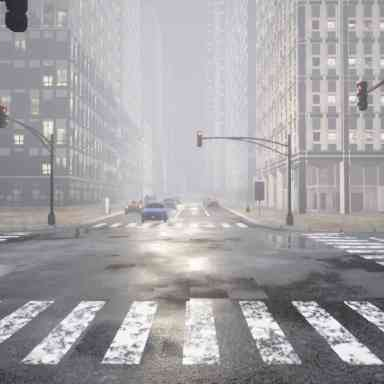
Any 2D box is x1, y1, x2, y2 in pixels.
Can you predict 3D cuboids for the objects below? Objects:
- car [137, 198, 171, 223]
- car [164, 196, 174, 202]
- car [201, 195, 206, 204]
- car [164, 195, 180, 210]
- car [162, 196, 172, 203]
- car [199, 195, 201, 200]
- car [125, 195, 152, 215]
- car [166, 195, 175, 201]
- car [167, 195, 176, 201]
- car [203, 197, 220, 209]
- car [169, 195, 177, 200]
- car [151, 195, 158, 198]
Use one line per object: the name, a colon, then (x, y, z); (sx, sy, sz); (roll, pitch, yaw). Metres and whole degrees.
car: (-2.829, 1.487, 25.689); (1.882, 1.535, 5.008); (0, 0, -3)
car: (-5.472, 1.582, 78.441); (2.008, 1.369, 4.403); (1, 0, 0)
car: (2.851, 1.547, 56.356); (1.752, 1.417, 4.829); (1, 0, 0)
car: (-2.984, 1.523, 43.381); (1.837, 1.490, 4.892); (0, -1, 0)
car: (-5.487, 1.573, 72.866); (1.887, 1.381, 4.507); (1, 0, 0)
car: (2.864, 1.590, 61.763); (1.947, 1.339, 4.313); (1, 0, 0)
car: (-5.586, 1.453, 33.840); (1.967, 1.590, 4.097); (1, 0, 0)
car: (-5.458, 1.578, 84.016); (1.887, 1.381, 4.507); (1, 0, 0)
car: (-5.443, 1.587, 89.591); (2.008, 1.369, 4.403); (1, 0, 0)
car: (2.820, 1.599, 45.030); (1.802, 1.307, 4.206); (1, 0, 0)
car: (-5.429, 1.605, 95.167); (1.947, 1.339, 4.313); (1, 0, 0)
car: (-5.555, 1.332, 44.990); (2.192, 1.841, 5.009); (1, 0, 0)
